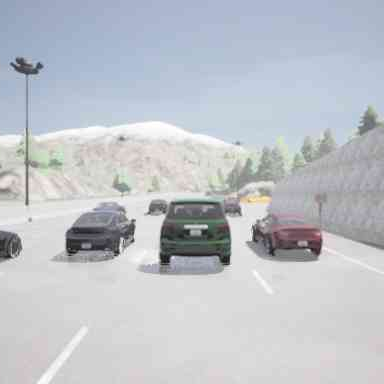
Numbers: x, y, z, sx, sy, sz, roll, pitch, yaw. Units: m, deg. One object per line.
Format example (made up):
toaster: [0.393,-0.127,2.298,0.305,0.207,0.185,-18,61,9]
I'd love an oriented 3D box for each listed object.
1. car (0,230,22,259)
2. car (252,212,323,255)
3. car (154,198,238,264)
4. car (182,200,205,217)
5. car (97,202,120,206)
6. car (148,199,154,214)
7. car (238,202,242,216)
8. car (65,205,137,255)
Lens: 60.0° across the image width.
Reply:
car: [-6.897,1.548,9.858,1.994,1.385,4.181,0,0,0]
car: [3.590,1.505,13.090,1.812,1.442,4.674,0,0,0]
car: [0.104,1.203,11.817,2.150,2.045,5.566,0,0,0]
car: [0.109,1.498,31.484,2.033,1.411,5.357,0,0,0]
car: [-6.892,1.504,27.877,2.033,1.411,5.357,0,0,0]
car: [-3.389,1.451,34.489,1.837,1.490,4.892,0,0,0]
car: [3.609,1.442,32.114,2.128,1.511,4.902,0,0,0]
car: [-3.395,1.484,13.113,1.837,1.490,4.892,0,0,0]
